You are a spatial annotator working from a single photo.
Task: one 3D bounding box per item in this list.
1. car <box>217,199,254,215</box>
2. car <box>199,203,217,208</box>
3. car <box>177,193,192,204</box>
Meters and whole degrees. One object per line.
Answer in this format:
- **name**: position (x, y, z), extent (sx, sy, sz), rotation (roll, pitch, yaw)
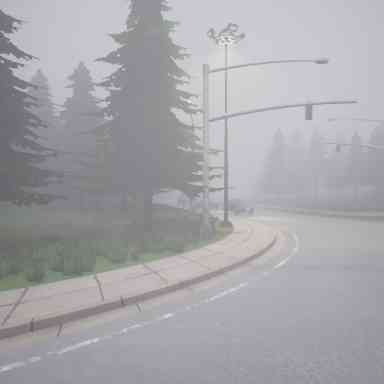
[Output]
- **car**: position (4.717, 1.491, 34.282), extent (2.128, 1.511, 4.902), rotation (0, 0, -15)
- **car**: position (2.064, 1.601, 43.922), extent (1.895, 1.301, 4.718), rotation (0, 0, -16)
- **car**: position (-0.867, 1.221, 54.072), extent (2.150, 2.045, 5.566), rotation (0, 0, -17)
